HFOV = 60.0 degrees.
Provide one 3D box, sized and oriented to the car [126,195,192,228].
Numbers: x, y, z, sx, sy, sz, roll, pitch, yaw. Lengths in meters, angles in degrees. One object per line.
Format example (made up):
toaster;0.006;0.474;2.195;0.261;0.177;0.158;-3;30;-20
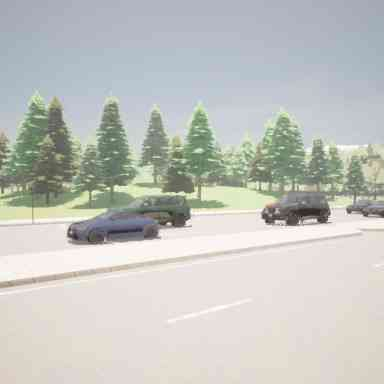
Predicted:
car;-2.635;1.220;20.586;5.566;2.045;2.150;0;0;-35

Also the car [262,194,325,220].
car;8.748;1.225;28.547;5.566;2.045;2.150;1;0;-34

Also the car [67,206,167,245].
car;-3.606;1.563;15.582;4.181;1.385;1.994;0;0;-36

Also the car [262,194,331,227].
car;7.424;1.224;23.386;5.566;2.045;2.150;0;0;-34

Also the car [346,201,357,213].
car;18.249;1.526;35.126;4.674;1.442;1.812;0;0;-34

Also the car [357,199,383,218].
car;17.478;1.526;30.335;4.674;1.442;1.812;0;0;-34
